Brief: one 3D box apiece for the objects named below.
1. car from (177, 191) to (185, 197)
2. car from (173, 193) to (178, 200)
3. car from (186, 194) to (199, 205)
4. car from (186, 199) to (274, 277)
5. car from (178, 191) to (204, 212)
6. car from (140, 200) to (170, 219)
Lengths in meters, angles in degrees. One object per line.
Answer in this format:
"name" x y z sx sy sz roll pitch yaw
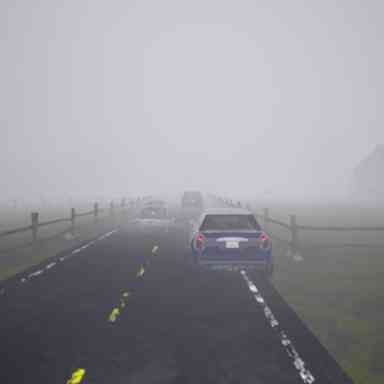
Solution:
"car" -2.742 0.586 85.076 1.812 1.442 4.674 0 0 0
"car" -2.763 0.888 66.655 1.812 1.442 4.674 0 1 1
"car" 0.048 1.061 47.931 1.812 1.442 4.674 0 0 1
"car" 0.963 1.248 10.041 2.097 1.767 4.553 0 1 0
"car" 0.045 0.893 33.294 2.150 2.045 5.566 0 1 0
"car" -2.845 1.302 26.195 1.994 1.385 4.181 0 1 0
